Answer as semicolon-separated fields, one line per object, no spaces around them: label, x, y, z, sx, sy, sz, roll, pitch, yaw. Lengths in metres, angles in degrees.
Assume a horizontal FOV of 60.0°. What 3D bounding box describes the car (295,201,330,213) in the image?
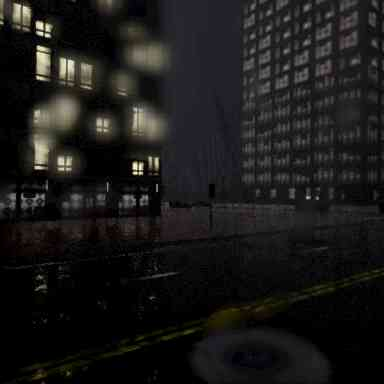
car;15.079;1.839;41.859;2.008;1.369;4.403;0;-1;-36

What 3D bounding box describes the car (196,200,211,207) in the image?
car;1.642;2.075;59.991;1.947;1.339;4.313;0;-1;-36

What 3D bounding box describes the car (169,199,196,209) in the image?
car;-1.791;1.754;50.497;1.967;1.590;4.097;0;-1;-36
